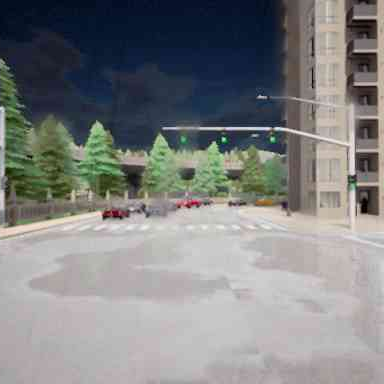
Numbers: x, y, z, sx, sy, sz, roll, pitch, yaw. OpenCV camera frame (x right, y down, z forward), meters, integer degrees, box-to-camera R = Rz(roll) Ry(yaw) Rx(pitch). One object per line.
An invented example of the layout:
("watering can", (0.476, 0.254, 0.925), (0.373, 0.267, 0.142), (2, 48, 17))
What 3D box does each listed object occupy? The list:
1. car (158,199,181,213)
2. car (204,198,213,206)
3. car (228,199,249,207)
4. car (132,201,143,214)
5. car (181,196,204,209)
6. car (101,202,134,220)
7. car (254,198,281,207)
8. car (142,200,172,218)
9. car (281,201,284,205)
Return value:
("car", (-3.058, 1.949, 43.690), (1.994, 1.385, 4.181), (0, 0, 6))
("car", (2.248, 2.048, 65.007), (1.837, 1.490, 4.892), (-1, -1, 39))
("car", (8.536, 2.012, 61.486), (4.674, 1.442, 1.812), (0, -1, -42))
("car", (-6.756, 1.866, 40.489), (2.128, 1.511, 4.902), (0, 0, 4))
("car", (-0.494, 1.684, 54.074), (2.150, 2.045, 5.566), (0, -1, 24))
("car", (-7.059, 1.898, 31.366), (1.895, 1.301, 4.718), (0, 0, 1))
("car", (13.548, 1.940, 61.298), (5.008, 1.535, 1.882), (0, -1, -37))
("car", (-3.513, 1.867, 33.855), (1.994, 1.385, 4.181), (0, 0, 1))
("car", (16.633, 2.053, 67.346), (4.181, 1.385, 1.994), (0, -1, -24))
